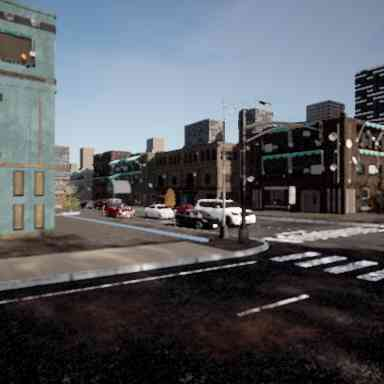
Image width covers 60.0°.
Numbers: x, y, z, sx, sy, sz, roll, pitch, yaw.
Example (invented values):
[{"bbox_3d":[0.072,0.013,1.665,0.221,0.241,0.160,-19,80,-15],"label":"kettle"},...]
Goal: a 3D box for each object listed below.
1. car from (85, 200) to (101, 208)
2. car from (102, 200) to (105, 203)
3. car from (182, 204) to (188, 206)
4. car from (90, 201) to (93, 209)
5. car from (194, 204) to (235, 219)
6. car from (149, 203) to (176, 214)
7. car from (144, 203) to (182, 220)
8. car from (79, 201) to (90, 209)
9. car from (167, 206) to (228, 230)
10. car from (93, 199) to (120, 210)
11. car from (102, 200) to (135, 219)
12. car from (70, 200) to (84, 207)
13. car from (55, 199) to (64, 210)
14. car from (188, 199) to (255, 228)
[{"bbox_3d":[-20.135,2.454,67.590,1.887,1.381,4.507,-1,0,-36],"label":"car"},{"bbox_3d":[-9.347,2.099,42.553,1.882,1.535,5.008,0,-1,-35],"label":"car"},{"bbox_3d":[-0.838,2.126,40.562,1.802,1.307,4.206,-1,0,-36],"label":"car"},{"bbox_3d":[-16.923,2.166,63.086,2.192,1.841,5.009,-1,0,-36],"label":"car"},{"bbox_3d":[2.378,2.032,36.057,2.008,1.369,4.403,-1,0,-36],"label":"car"},{"bbox_3d":[-4.053,2.189,45.066,1.802,1.307,4.206,-1,0,-36],"label":"car"},{"bbox_3d":[-3.309,2.029,34.077,1.812,1.442,4.674,0,-1,-35],"label":"car"},{"bbox_3d":[-19.950,2.360,62.891,2.128,1.511,4.902,0,-1,-36],"label":"car"},{"bbox_3d":[0.306,1.954,24.327,1.947,1.339,4.313,-1,0,-36],"label":"car"},{"bbox_3d":[-14.180,2.267,54.807,1.837,1.490,4.892,0,-1,-36],"label":"car"},{"bbox_3d":[-7.660,1.988,35.691,1.967,1.590,4.097,-1,0,-36],"label":"car"},{"bbox_3d":[-26.568,2.592,76.600,1.947,1.339,4.313,-1,0,-36],"label":"car"},{"bbox_3d":[-23.640,2.378,58.077,1.752,1.417,4.829,-1,0,-36],"label":"car"},{"bbox_3d":[2.391,1.611,26.092,2.150,2.045,5.566,0,-1,-35],"label":"car"}]
